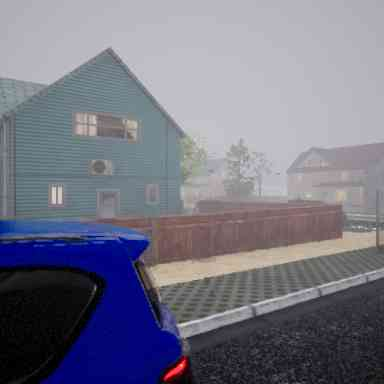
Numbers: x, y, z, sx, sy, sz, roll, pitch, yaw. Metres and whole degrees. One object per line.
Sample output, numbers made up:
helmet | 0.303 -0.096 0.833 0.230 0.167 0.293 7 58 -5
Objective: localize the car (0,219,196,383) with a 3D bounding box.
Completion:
car | -2.555 1.221 1.208 5.566 2.045 2.150 0 0 -35

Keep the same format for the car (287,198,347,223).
car | 8.546 1.304 23.649 2.097 1.767 4.553 0 0 -35

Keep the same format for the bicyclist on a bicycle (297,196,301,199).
bicyclist on a bicycle | 10.150 1.206 31.488 1.656 1.620 0.582 -1 1 -36

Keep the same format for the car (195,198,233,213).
car | 2.319 1.380 32.384 1.882 1.535 5.008 0 1 -35
